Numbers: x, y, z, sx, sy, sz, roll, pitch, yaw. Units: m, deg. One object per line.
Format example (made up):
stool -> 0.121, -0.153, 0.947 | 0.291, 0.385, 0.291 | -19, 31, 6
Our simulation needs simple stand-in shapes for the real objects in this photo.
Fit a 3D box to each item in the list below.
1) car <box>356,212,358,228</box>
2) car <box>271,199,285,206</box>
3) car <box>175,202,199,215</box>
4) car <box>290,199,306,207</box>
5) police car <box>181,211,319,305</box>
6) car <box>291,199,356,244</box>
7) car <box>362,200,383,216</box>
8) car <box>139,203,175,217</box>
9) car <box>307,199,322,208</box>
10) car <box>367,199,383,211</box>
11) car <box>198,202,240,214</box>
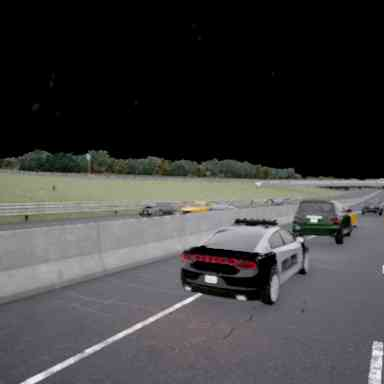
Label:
car -> 9.880, 1.711, 22.228 | 1.882, 1.535, 5.008 | 0, -1, 31
car -> 17.418, 2.128, 67.261 | 1.812, 1.442, 4.674 | 0, 0, 30
car -> 0.789, 1.713, 32.464 | 1.882, 1.535, 5.008 | 0, -1, 31
car -> 21.493, 2.153, 67.295 | 2.128, 1.511, 4.902 | 0, 0, 30
police car -> 1.699, 1.494, 8.590 | 1.930, 1.638, 5.238 | 0, 0, 31
car -> 6.813, 1.393, 17.102 | 2.150, 2.045, 5.566 | 0, 0, 31
car -> 21.657, 1.826, 39.908 | 2.097, 1.767, 4.553 | 0, -1, 31
car -> -3.296, 1.766, 32.448 | 1.994, 1.385, 4.181 | 0, -1, 31
car -> 23.521, 2.126, 63.835 | 1.837, 1.490, 4.892 | 0, 0, 30
car -> 27.857, 1.944, 50.456 | 2.097, 1.767, 4.553 | 0, 0, 30
car -> 2.717, 1.750, 28.865 | 1.812, 1.442, 4.674 | 0, -1, 31
